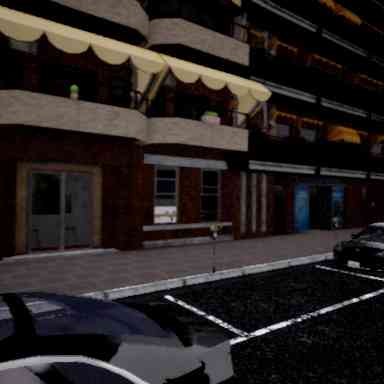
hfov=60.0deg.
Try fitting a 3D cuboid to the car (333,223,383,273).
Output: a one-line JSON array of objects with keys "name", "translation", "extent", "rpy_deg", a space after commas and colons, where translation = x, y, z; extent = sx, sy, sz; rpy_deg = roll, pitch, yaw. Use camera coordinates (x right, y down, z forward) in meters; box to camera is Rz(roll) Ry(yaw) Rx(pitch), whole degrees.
[{"name": "car", "translation": [6.316, 1.682, 10.584], "extent": [4.313, 1.339, 1.947], "rpy_deg": [1, 0, -35]}]

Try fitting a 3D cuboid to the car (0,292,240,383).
[{"name": "car", "translation": [-1.875, 1.485, 1.734], "extent": [4.902, 1.511, 2.128], "rpy_deg": [1, 0, -35]}]
